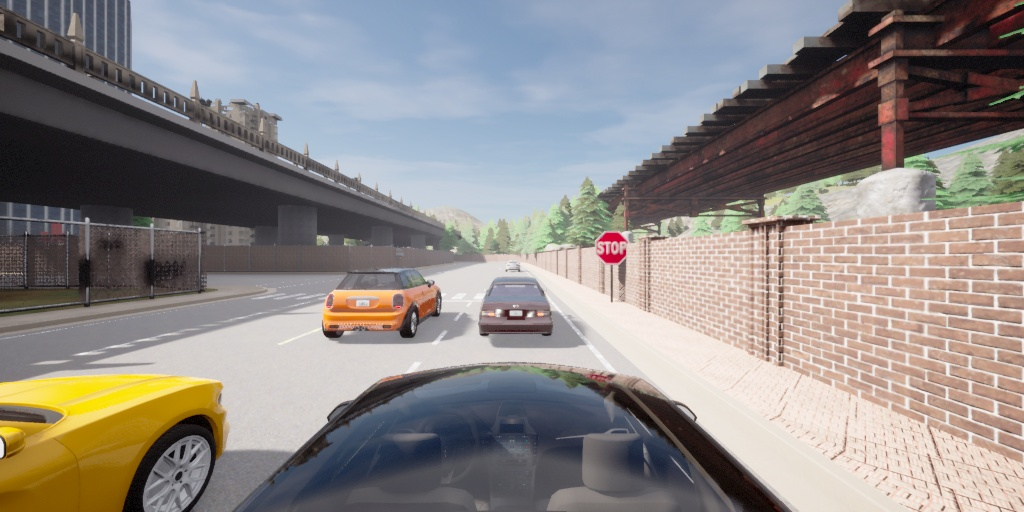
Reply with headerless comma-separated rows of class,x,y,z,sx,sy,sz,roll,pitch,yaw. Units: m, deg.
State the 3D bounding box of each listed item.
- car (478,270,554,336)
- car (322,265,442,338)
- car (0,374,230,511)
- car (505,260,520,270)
car,0.088,1.297,10.345,2.033,1.411,5.357,0,0,0
car,-3.414,1.102,10.326,2.097,1.767,4.553,0,0,0
car,-3.397,1.228,1.069,1.882,1.535,5.008,0,0,0
car,0.111,1.276,46.226,1.812,1.442,4.674,0,0,-1
